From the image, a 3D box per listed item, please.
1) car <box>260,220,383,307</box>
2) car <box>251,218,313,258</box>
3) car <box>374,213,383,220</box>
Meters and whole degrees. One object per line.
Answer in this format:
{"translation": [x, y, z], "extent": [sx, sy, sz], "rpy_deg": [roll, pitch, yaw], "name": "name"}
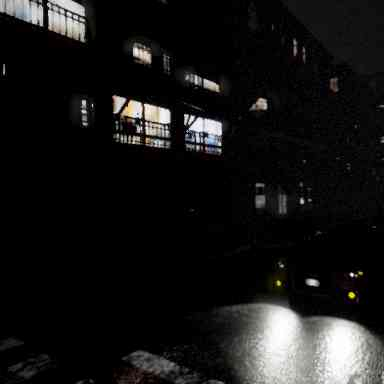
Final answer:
{"translation": [3.620, 1.595, 8.133], "extent": [1.994, 1.385, 4.181], "rpy_deg": [-1, -1, 39], "name": "car"}
{"translation": [3.778, 1.654, 12.416], "extent": [1.802, 1.307, 4.206], "rpy_deg": [-2, -1, 39], "name": "car"}
{"translation": [9.864, 1.571, 15.888], "extent": [1.994, 1.385, 4.181], "rpy_deg": [-1, -1, 39], "name": "car"}
